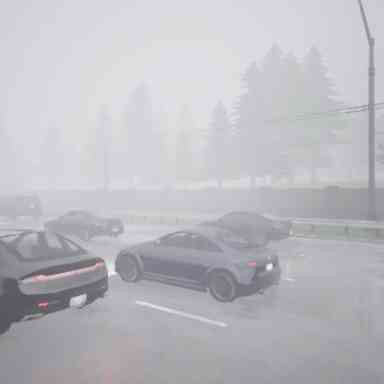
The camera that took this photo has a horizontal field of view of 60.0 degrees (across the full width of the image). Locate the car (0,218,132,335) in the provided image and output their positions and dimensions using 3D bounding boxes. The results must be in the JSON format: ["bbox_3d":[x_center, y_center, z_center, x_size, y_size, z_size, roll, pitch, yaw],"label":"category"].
[{"bbox_3d":[-3.770,1.500,6.675,4.902,1.511,2.128,0,0,36],"label":"car"}]

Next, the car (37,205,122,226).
[{"bbox_3d":[-5.363,1.544,16.396,4.674,1.442,1.812,0,0,35],"label":"car"}]

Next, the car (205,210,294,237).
[{"bbox_3d":[2.277,1.535,15.258,4.674,1.442,1.812,0,0,36],"label":"car"}]

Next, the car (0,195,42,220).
[{"bbox_3d":[-14.551,1.257,27.265,5.566,2.045,2.150,0,0,36],"label":"car"}]

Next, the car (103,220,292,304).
[{"bbox_3d":[0.019,1.570,8.268,4.181,1.385,1.994,0,0,36],"label":"car"}]
